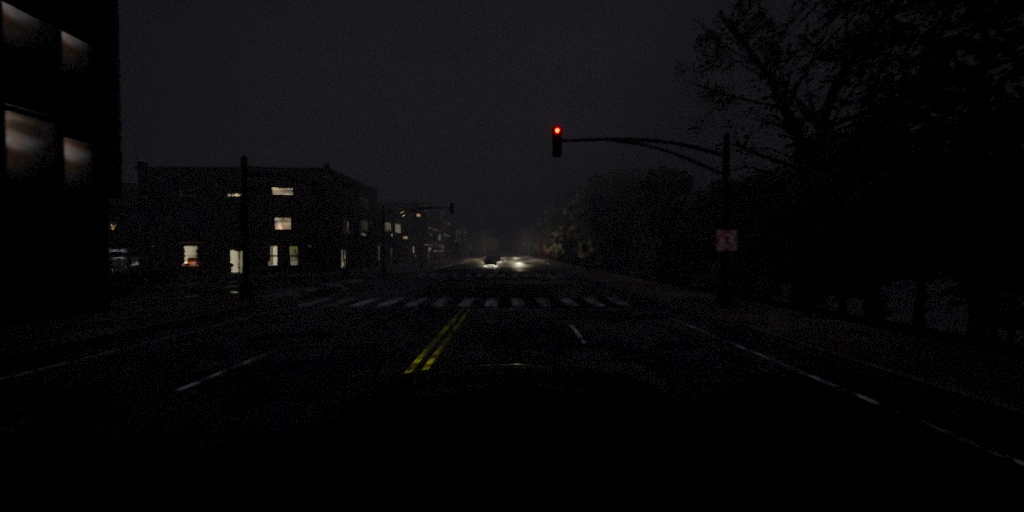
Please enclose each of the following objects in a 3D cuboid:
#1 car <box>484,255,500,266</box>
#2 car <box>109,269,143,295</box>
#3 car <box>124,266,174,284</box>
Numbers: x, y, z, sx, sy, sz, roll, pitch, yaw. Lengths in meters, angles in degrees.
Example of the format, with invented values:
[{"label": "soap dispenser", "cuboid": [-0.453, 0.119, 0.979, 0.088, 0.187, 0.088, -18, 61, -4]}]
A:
[{"label": "car", "cuboid": [-3.341, 0.714, 56.034, 1.882, 1.535, 5.008, 0, 2, 0]}, {"label": "car", "cuboid": [-22.621, 1.513, 18.724, 4.313, 1.339, 1.948, 0, 0, -1]}, {"label": "car", "cuboid": [-28.331, 1.412, 27.243, 4.403, 1.370, 2.007, 0, 0, -1]}]
